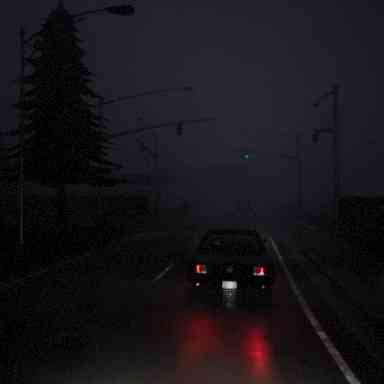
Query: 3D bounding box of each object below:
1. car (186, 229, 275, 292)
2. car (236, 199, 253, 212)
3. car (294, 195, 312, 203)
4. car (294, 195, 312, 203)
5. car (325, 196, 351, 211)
[{"bbox_3d":[1.106,1.667,9.146,1.895,1.301,4.718,0,0,8],"label":"car"},{"bbox_3d":[6.820,1.656,42.869,2.097,1.767,4.553,0,0,10],"label":"car"},{"bbox_3d":[26.539,1.651,79.625,3.866,1.878,1.905,0,0,9],"label":"car"},{"bbox_3d":[25.390,1.912,76.444,3.806,1.475,1.970,0,0,9],"label":"car"},{"bbox_3d":[19.810,1.642,42.645,5.027,1.636,2.152,0,0,9],"label":"car"}]
